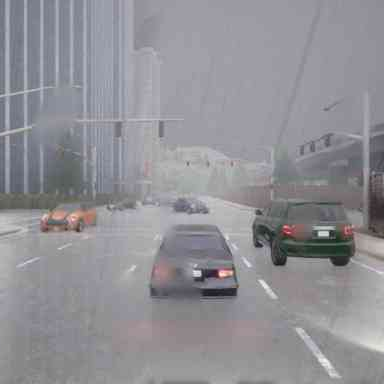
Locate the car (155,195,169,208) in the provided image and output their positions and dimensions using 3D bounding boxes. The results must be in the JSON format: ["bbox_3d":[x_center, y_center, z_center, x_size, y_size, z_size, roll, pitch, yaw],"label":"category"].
[{"bbox_3d":[-3.585,1.352,47.142,2.097,1.767,4.553,0,0,0],"label":"car"}]

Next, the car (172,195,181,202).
[{"bbox_3d":[-3.480,1.476,76.818,1.882,1.535,5.008,0,0,0],"label":"car"}]

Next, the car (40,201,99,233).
[{"bbox_3d":[-7.095,1.360,19.662,2.097,1.767,4.553,0,0,0],"label":"car"}]

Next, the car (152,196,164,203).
[{"bbox_3d":[-6.982,1.595,68.988,1.895,1.301,4.718,0,0,0],"label":"car"}]

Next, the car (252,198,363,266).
[{"bbox_3d":[3.574,1.221,11.663,2.150,2.045,5.566,0,0,1],"label":"car"}]

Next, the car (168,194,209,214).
[{"bbox_3d":[-0.187,1.380,33.865,2.097,1.767,4.553,0,0,-31],"label":"car"}]

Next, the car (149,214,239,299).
[{"bbox_3d":[0.057,1.547,8.630,2.033,1.411,5.357,0,0,1],"label":"car"}]

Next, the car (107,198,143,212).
[{"bbox_3d":[-8.281,1.519,39.745,2.128,1.511,4.902,0,0,18],"label":"car"}]

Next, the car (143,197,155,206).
[{"bbox_3d":[-7.069,1.526,54.178,1.812,1.442,4.674,0,0,0],"label":"car"}]

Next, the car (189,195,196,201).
[{"bbox_3d":[0.024,1.500,88.893,1.837,1.490,4.892,0,0,0],"label":"car"}]

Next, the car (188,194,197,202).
[{"bbox_3d":[0.021,1.355,78.648,2.097,1.767,4.553,0,0,0],"label":"car"}]

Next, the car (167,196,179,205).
[{"bbox_3d":[-3.551,1.477,61.554,1.882,1.535,5.008,0,0,0],"label":"car"}]
